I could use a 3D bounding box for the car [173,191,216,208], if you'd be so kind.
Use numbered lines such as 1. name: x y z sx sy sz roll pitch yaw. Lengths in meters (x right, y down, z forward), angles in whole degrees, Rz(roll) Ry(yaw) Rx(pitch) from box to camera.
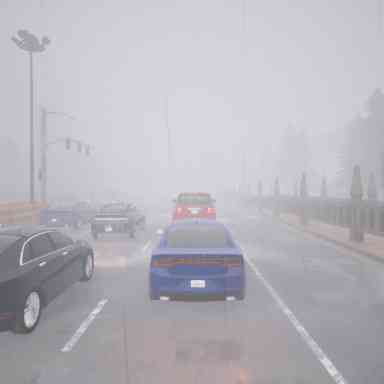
1. car: 0.125 0.978 18.047 2.150 2.045 5.566 0 1 0

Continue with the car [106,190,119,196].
1. car: -20.708 0.252 87.081 2.033 1.411 5.357 0 1 0

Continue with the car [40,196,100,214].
1. car: -6.867 1.219 19.047 1.882 1.535 5.008 0 1 0

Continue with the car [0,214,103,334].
1. car: -3.400 1.435 6.591 1.837 1.490 4.892 0 1 0

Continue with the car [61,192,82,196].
1. car: -20.898 0.699 56.599 1.812 1.442 4.674 0 1 1

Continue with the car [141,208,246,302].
1. car: 0.102 1.384 8.177 1.882 1.535 5.008 0 1 0

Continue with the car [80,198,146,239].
1. car: -3.377 1.280 15.964 2.128 1.511 4.902 0 1 0

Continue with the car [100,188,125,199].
1. car: -13.895 0.369 58.341 2.150 2.045 5.566 0 1 0

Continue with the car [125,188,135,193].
1. car: -13.778 0.216 68.663 2.150 2.045 5.566 0 1 0

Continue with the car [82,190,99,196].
1. car: -20.787 0.379 66.252 2.097 1.767 4.553 0 1 0
